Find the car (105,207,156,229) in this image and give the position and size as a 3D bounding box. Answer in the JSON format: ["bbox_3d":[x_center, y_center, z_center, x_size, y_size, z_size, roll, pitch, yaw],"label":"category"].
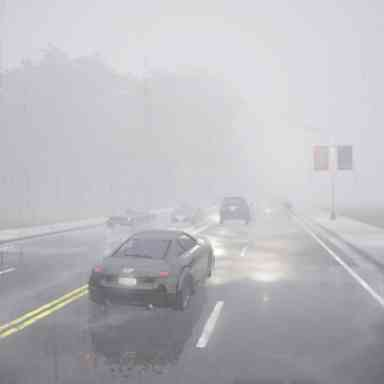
[{"bbox_3d":[-4.117,1.739,22.794,1.895,1.301,4.718,0,0,13],"label":"car"}]

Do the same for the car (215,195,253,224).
[{"bbox_3d":[3.514,1.350,25.978,2.150,2.045,5.566,0,0,13],"label":"car"}]

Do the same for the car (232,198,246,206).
[{"bbox_3d":[9.178,1.892,64.784,2.033,1.411,5.357,0,0,14],"label":"car"}]

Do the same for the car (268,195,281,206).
[{"bbox_3d":[15.177,1.524,61.340,2.150,2.045,5.566,0,0,12],"label":"car"}]

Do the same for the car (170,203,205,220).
[{"bbox_3d":[-0.243,1.628,25.065,2.128,1.511,4.902,0,0,13],"label":"car"}]

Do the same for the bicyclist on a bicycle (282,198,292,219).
[{"bbox_3d":[8.177,1.494,28.146,0.659,1.776,1.843,0,0,13],"label":"bicyclist on a bicycle"}]

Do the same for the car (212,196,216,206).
[{"bbox_3d":[5.319,1.565,62.710,2.150,2.045,5.566,0,0,14],"label":"car"}]

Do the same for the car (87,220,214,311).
[{"bbox_3d":[-0.709,1.610,8.012,1.994,1.385,4.181,0,0,13],"label":"car"}]
